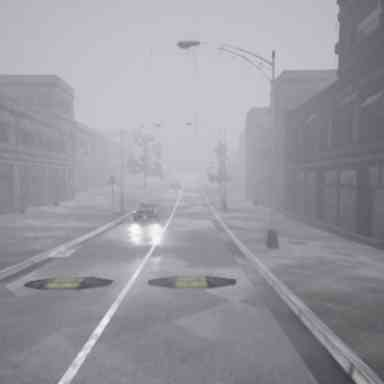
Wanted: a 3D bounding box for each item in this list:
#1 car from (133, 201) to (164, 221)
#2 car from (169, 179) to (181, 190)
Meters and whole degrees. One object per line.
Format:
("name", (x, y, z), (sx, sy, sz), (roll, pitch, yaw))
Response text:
("car", (-3.227, 1.360, 25.108), (1.895, 1.301, 4.718), (0, 2, 0))
("car", (-3.353, -1.594, 67.467), (2.150, 2.045, 5.566), (0, 4, 0))
